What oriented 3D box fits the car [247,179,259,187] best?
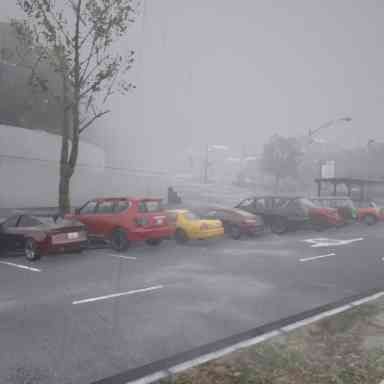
[{"bbox_3d":[14.284,-1.812,70.372,1.946,1.575,5.366,7,3,35],"label":"car"}]

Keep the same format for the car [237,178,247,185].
[{"bbox_3d":[12.452,-2.044,72.692,2.002,1.452,4.674,7,4,35],"label":"car"}]

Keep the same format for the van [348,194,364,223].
[{"bbox_3d":[8.974,1.296,22.703,4.442,1.987,1.878,-1,-1,35],"label":"van"}]

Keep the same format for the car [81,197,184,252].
[{"bbox_3d":[-3.427,1.247,14.109,5.566,2.045,2.435,-1,-1,34],"label":"car"}]

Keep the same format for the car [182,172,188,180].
[{"bbox_3d":[0.220,-4.085,89.853,2.185,1.767,4.553,4,1,33],"label":"car"}]

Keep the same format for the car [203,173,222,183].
[{"bbox_3d":[5.599,-3.176,82.660,1.946,1.575,5.366,7,3,34],"label":"car"}]

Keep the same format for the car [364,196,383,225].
[{"bbox_3d":[11.382,1.402,24.455,4.553,1.767,2.185,-1,-1,35],"label":"car"}]

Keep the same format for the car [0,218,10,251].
[{"bbox_3d":[-8.290,1.492,10.615,4.892,1.521,2.231,-1,-1,34],"label":"car"}]

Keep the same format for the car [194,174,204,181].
[{"bbox_3d":[3.747,-3.699,84.919,2.435,2.045,5.566,7,3,34],"label":"car"}]

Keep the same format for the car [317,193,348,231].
[{"bbox_3d":[6.436,1.266,21.032,5.566,2.045,2.435,-1,-1,35],"label":"car"}]

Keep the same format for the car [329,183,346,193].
[{"bbox_3d":[24.566,-0.427,55.427,2.435,2.045,5.566,7,3,35],"label":"car"}]

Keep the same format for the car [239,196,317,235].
[{"bbox_3d":[3.924,1.262,19.326,5.566,2.045,2.435,-1,-1,35],"label":"car"}]

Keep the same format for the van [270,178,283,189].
[{"bbox_3d":[17.590,-1.491,65.171,1.878,1.987,4.442,7,4,35],"label":"van"}]

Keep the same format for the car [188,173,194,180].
[{"bbox_3d":[1.951,-3.851,87.384,2.185,1.767,4.553,6,3,34],"label":"car"}]

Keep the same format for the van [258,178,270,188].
[{"bbox_3d":[15.860,-1.764,67.642,1.878,1.987,4.442,7,4,35],"label":"van"}]

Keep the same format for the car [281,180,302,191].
[{"bbox_3d":[19.352,-0.993,62.810,2.231,1.521,4.892,7,3,35],"label":"car"}]

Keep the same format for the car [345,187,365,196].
[{"bbox_3d":[26.258,0.136,52.955,2.002,1.452,4.674,7,3,35],"label":"car"}]

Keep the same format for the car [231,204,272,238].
[{"bbox_3d":[1.497,1.548,17.567,4.674,1.452,2.002,-1,-1,35],"label":"car"}]

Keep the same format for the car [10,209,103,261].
[{"bbox_3d":[-5.871,1.523,12.363,4.792,1.488,2.163,-1,-1,35],"label":"car"}]

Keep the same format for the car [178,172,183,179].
[{"bbox_3d":[-1.553,-4.363,92.200,2.435,2.045,5.566,1,-1,34],"label":"car"}]

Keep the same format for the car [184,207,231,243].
[{"bbox_3d":[-1.108,1.502,15.938,5.366,1.575,1.946,-1,-1,35],"label":"car"}]

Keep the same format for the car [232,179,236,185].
[{"bbox_3d":[10.708,-2.317,75.153,2.002,1.452,4.674,7,3,35],"label":"car"}]
